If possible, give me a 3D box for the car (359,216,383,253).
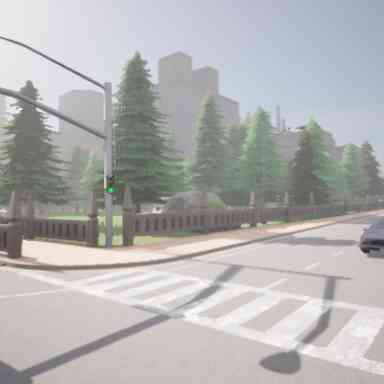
[{"bbox_3d":[8.695,1.757,14.232,2.033,1.411,5.357,-2,-2,39],"label":"car"}]
